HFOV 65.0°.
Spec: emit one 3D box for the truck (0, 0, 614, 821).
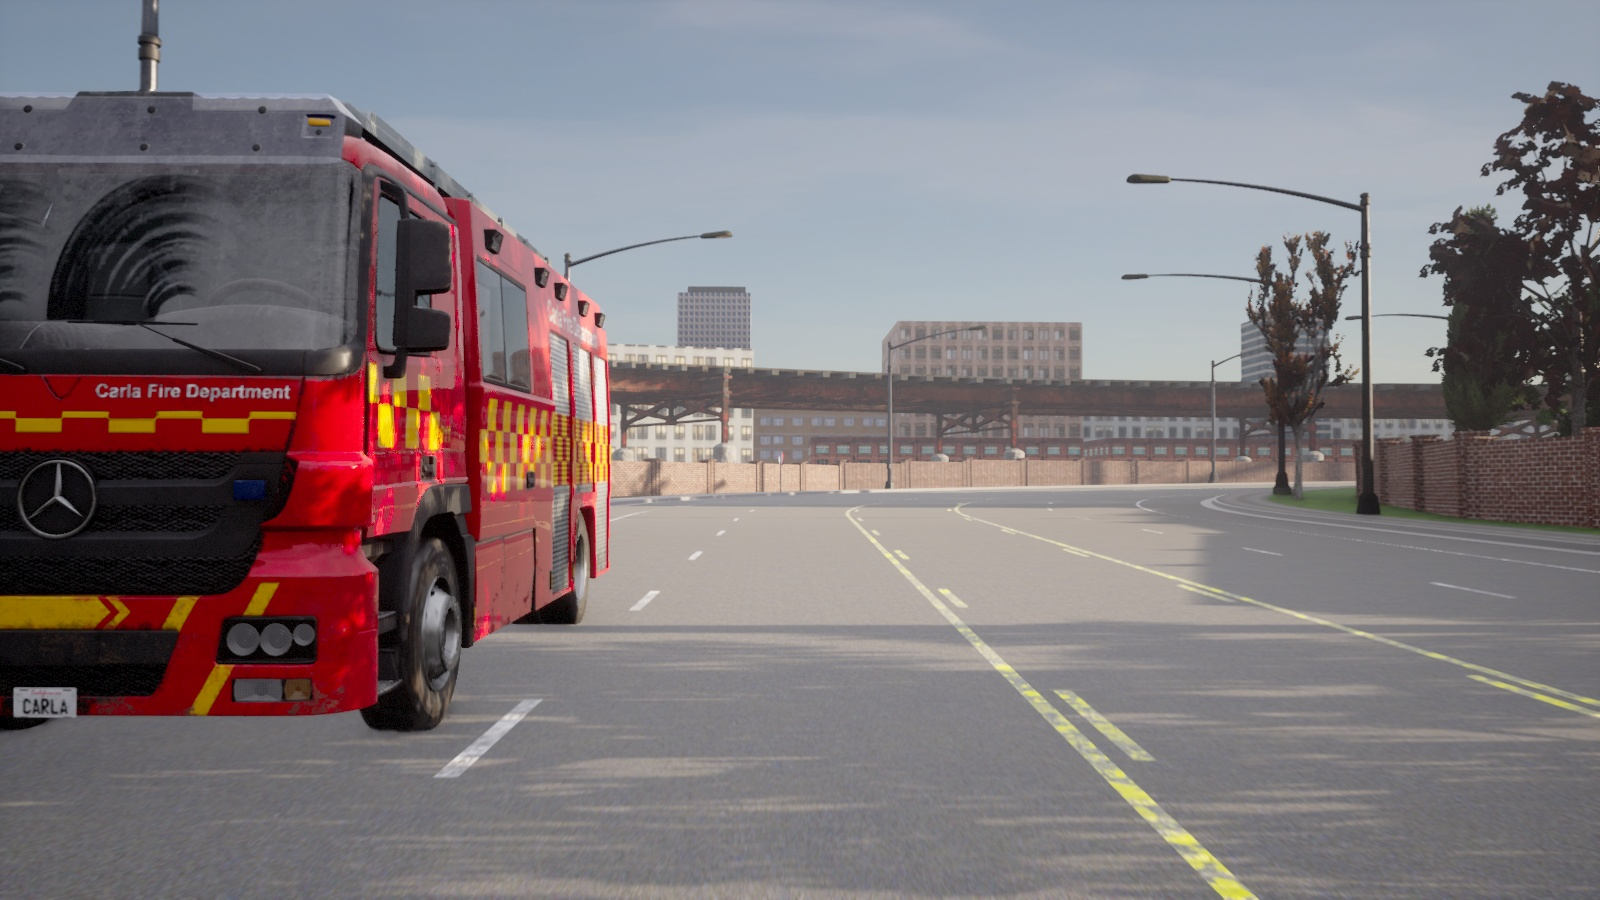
[{"bbox_3d":[-3.530,-0.190,9.896,2.891,3.827,8.468,0,-1,0],"label":"truck"}]
